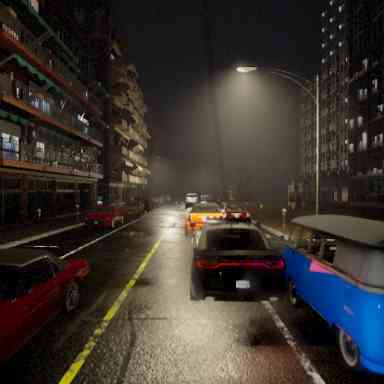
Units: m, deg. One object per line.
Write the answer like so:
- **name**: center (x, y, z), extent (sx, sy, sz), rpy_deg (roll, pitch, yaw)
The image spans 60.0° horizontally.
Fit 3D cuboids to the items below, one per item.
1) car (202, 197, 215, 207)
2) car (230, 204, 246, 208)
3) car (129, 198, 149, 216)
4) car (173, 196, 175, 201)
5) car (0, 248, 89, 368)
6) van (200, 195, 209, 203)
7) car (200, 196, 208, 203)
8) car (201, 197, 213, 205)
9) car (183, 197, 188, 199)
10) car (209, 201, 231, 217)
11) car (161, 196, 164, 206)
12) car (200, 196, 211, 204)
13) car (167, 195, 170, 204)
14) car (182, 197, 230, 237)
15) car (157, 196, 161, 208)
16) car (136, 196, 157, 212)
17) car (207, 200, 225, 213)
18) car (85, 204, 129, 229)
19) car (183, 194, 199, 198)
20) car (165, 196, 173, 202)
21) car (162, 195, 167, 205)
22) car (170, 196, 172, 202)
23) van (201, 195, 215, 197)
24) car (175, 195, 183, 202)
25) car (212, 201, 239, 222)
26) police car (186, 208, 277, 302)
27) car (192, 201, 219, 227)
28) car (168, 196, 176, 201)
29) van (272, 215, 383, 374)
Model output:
- **car**: center (2.699, 1.621, 55.279), extent (1.752, 1.417, 4.829), rpy_deg (0, 0, 0)
- **car**: center (2.689, 1.470, 21.950), extent (1.967, 1.590, 4.097), rpy_deg (0, 0, 0)
- **car**: center (-5.688, 1.575, 32.837), extent (1.752, 1.417, 4.829), rpy_deg (0, 0, 0)
- **car**: center (-5.676, 1.735, 77.218), extent (1.802, 1.307, 4.206), rpy_deg (0, 0, 0)
- **car**: center (-3.102, 1.606, 4.808), extent (1.895, 1.301, 4.718), rpy_deg (0, 0, 0)
- **van**: center (2.701, 1.479, 71.691), extent (1.690, 1.788, 3.998), rpy_deg (0, 0, 0)
- **car**: center (2.704, 1.679, 77.386), extent (1.752, 1.417, 4.829), rpy_deg (0, 0, 0)
- **car**: center (2.700, 1.674, 60.637), extent (1.947, 1.339, 4.313), rpy_deg (0, 0, 0)
- **car**: center (0.031, 1.673, 45.027), extent (1.895, 1.301, 4.718), rpy_deg (0, 0, 1)
- **car**: center (2.693, 1.631, 33.004), extent (1.802, 1.307, 4.206), rpy_deg (0, 0, 0)
- **car**: center (-5.683, 1.633, 49.586), extent (2.008, 1.369, 4.403), rpy_deg (0, 0, 0)
- **car**: center (2.701, 1.563, 66.163), extent (1.967, 1.590, 4.097), rpy_deg (0, 0, 0)
- **car**: center (-5.680, 1.674, 60.639), extent (1.947, 1.339, 4.313), rpy_deg (0, 0, 0)
- **car**: center (0.765, 1.376, 18.382), extent (2.097, 1.767, 4.553), rpy_deg (0, 0, 3)
- **car**: center (-5.684, 1.621, 44.059), extent (2.008, 1.369, 4.403), rpy_deg (0, 0, 0)
- **car**: center (-5.688, 1.375, 38.533), extent (2.192, 1.841, 5.009), rpy_deg (0, 0, 0)
- **car**: center (2.694, 1.642, 38.530), extent (1.802, 1.307, 4.206), rpy_deg (0, 0, 0)
- **car**: center (-5.690, 1.575, 21.953), extent (1.887, 1.381, 4.507), rpy_deg (0, 0, 0)
- **car**: center (0.015, 1.323, 57.867), extent (2.150, 2.045, 5.566), rpy_deg (0, 0, 0)
- **car**: center (-5.674, 1.751, 82.745), extent (1.802, 1.307, 4.206), rpy_deg (0, 0, 0)
- **car**: center (-5.682, 1.535, 55.112), extent (1.967, 1.590, 4.097), rpy_deg (0, 0, 0)
- **car**: center (-5.679, 1.667, 66.165), extent (1.887, 1.381, 4.507), rpy_deg (0, 0, 0)
- **van**: center (2.696, 1.423, 49.584), extent (1.690, 1.788, 3.998), rpy_deg (0, 0, 0)
- **car**: center (-2.979, 1.509, 78.537), extent (2.097, 1.767, 4.553), rpy_deg (0, 0, 0)
- **car**: center (2.691, 1.565, 27.647), extent (1.752, 1.417, 4.829), rpy_deg (0, 0, 0)
- **police car**: center (0.902, 1.435, 8.478), extent (1.930, 1.638, 5.238), rpy_deg (0, 0, 0)
- **car**: center (0.892, 1.491, 24.561), extent (1.801, 1.575, 5.366), rpy_deg (0, 0, 0)
- **car**: center (-5.671, 1.768, 93.798), extent (1.947, 1.339, 4.313), rpy_deg (0, 0, 0)
- **van**: center (2.685, 1.347, 5.370), extent (1.690, 1.788, 3.998), rpy_deg (0, 0, 0)
